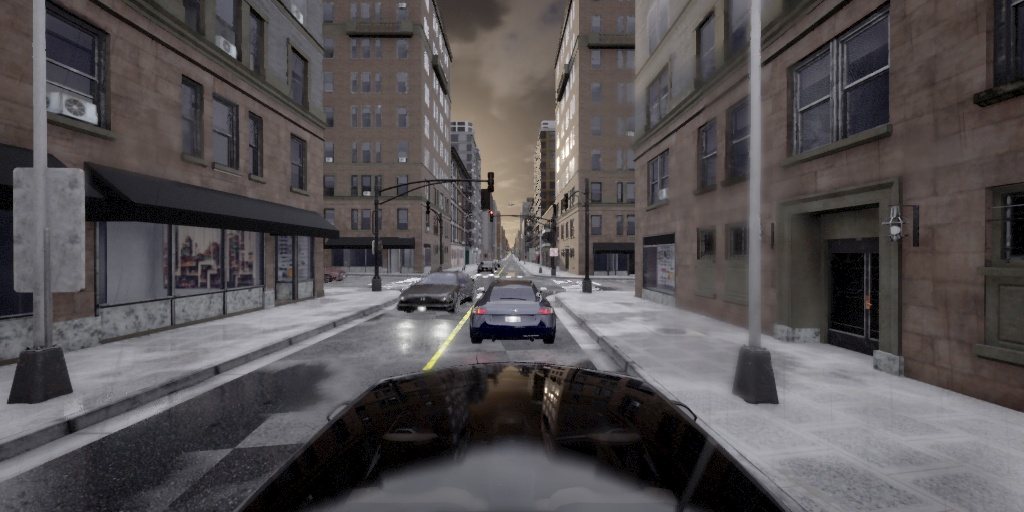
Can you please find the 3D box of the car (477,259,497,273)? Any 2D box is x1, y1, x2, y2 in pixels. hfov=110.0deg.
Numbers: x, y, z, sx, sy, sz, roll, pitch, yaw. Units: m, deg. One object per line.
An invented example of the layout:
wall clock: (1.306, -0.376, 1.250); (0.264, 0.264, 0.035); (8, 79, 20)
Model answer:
car: (-3.083, 1.307, 43.070); (1.837, 1.490, 4.892); (0, 0, 0)

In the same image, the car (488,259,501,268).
car: (-3.039, 1.320, 63.301); (1.882, 1.535, 5.008); (0, 0, 0)

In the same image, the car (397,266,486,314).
car: (-2.615, 1.301, 14.112); (2.033, 1.411, 5.357); (0, 0, 6)

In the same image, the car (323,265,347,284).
car: (-13.970, 1.113, 24.903); (4.674, 1.442, 1.812); (1, 0, 0)

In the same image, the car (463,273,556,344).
car: (0.013, 1.315, 9.627); (1.994, 1.385, 4.181); (0, 0, 0)

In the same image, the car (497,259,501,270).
car: (-3.081, 1.369, 52.892); (2.033, 1.411, 5.357); (0, 0, 0)
